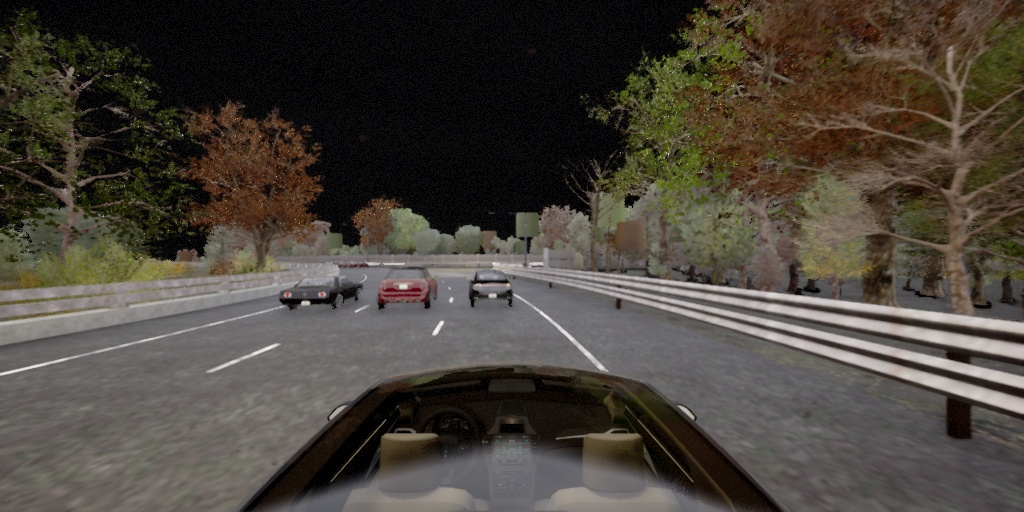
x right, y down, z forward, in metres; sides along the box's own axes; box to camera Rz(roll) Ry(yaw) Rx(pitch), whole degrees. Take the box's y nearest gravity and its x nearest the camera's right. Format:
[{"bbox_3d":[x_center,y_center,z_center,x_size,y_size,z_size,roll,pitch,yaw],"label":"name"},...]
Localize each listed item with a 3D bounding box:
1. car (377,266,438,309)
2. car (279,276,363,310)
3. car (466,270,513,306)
[{"bbox_3d":[-4.548,1.257,16.203,2.097,1.767,4.553,0,-1,-7],"label":"car"},{"bbox_3d":[-7.995,1.504,15.604,1.895,1.301,4.718,0,-1,-7],"label":"car"},{"bbox_3d":[-1.084,1.400,16.706,2.128,1.511,4.902,0,0,-8],"label":"car"}]
